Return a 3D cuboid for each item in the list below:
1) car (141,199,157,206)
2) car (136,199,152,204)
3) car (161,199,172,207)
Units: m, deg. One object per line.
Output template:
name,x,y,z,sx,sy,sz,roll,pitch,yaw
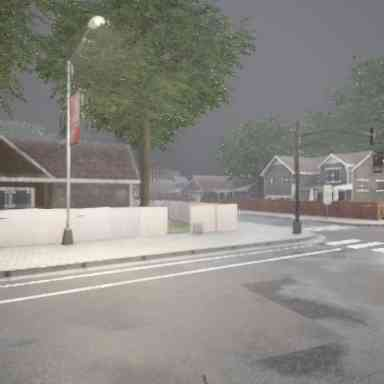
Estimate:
car,-8.812,2.177,67.974,1.994,1.385,4.181,0,-1,-24
car,-8.838,1.901,61.176,2.097,1.767,4.553,0,-1,-24
car,-4.633,2.041,58.426,1.837,1.490,4.892,0,-1,-24
